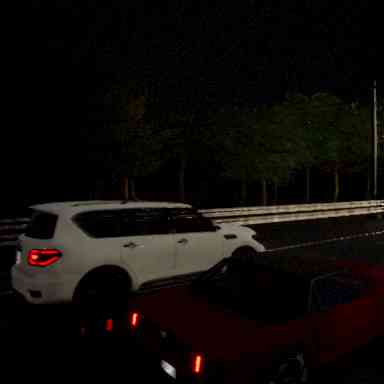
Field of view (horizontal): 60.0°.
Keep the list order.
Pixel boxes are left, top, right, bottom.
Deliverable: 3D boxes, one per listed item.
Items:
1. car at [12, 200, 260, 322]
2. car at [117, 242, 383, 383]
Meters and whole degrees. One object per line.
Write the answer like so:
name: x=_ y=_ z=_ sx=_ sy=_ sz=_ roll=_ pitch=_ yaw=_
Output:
car: x=-0.865 y=1.195 z=7.431 sx=5.566 sy=2.045 sz=2.150 roll=-1 pitch=0 yaw=-36
car: x=1.550 y=1.570 z=4.854 sx=4.718 sy=1.301 sz=1.895 roll=-1 pitch=0 yaw=-36
